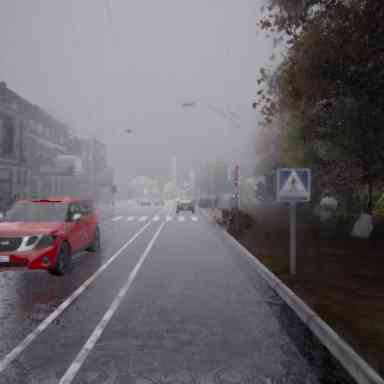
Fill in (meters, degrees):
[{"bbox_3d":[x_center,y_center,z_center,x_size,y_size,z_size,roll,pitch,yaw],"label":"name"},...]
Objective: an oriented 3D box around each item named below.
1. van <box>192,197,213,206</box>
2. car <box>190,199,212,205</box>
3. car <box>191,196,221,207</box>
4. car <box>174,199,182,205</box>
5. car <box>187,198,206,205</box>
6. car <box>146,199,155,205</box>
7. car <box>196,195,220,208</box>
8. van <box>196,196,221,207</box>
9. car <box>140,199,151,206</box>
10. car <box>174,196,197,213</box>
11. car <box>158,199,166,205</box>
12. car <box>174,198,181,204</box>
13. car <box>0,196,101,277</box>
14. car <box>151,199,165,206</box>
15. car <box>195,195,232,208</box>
[{"bbox_3d":[2.386,2.114,76.233,4.442,1.987,1.878,1,-2,-23],"label":"van"},{"bbox_3d":[2.124,2.429,79.145,4.792,1.488,2.163,1,-2,-24],"label":"car"},{"bbox_3d":[2.860,1.893,67.331,5.566,2.045,2.435,2,-2,-24],"label":"car"},{"bbox_3d":[-3.451,2.447,83.000,1.882,1.535,5.008,0,-1,-4],"label":"car"},{"bbox_3d":[1.303,2.501,90.975,4.553,1.767,2.185,1,-1,-24],"label":"car"},{"bbox_3d":[-10.493,2.476,84.228,2.033,1.411,5.357,0,-1,-4],"label":"car"},{"bbox_3d":[3.766,1.544,52.568,5.566,2.045,2.435,2,-2,-23],"label":"car"},{"bbox_3d":[3.117,1.853,64.415,4.442,1.987,1.878,2,-2,-23],"label":"van"},{"bbox_3d":[-9.488,2.120,68.057,1.882,1.535,5.008,0,-1,-4],"label":"car"},{"bbox_3d":[-0.712,1.475,35.845,1.812,1.442,4.674,0,0,-1],"label":"car"},{"bbox_3d":[-7.698,2.541,84.386,1.895,1.301,4.718,0,-1,-4],"label":"car"},{"bbox_3d":[-4.169,2.567,93.467,1.882,1.535,5.008,0,-1,-4],"label":"car"},{"bbox_3d":[-4.467,1.182,10.479,2.150,2.045,5.566,0,0,-2],"label":"car"},{"bbox_3d":[-6.695,2.207,68.243,1.994,1.385,4.181,0,-1,-4],"label":"car"},{"bbox_3d":[3.538,1.613,55.486,5.566,2.045,2.435,2,-1,-23],"label":"car"}]
